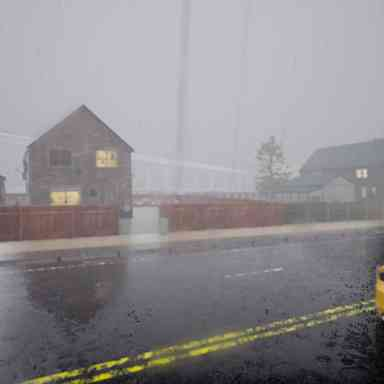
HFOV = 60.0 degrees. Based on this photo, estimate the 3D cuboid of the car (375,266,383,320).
[{"bbox_3d":[5.340,1.517,5.709,5.008,1.535,1.882,0,0,-28],"label":"car"}]
